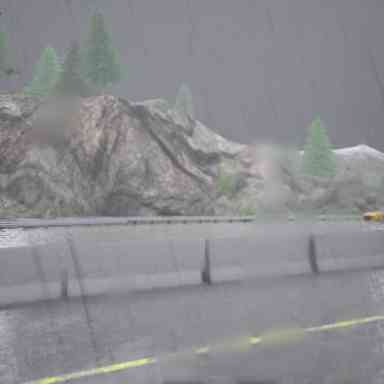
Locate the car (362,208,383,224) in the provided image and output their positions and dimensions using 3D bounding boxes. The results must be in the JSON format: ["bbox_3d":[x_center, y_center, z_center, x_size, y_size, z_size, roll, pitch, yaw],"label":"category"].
[{"bbox_3d":[18.347,2.145,30.989,5.008,1.535,1.882,0,-1,-13],"label":"car"}]
